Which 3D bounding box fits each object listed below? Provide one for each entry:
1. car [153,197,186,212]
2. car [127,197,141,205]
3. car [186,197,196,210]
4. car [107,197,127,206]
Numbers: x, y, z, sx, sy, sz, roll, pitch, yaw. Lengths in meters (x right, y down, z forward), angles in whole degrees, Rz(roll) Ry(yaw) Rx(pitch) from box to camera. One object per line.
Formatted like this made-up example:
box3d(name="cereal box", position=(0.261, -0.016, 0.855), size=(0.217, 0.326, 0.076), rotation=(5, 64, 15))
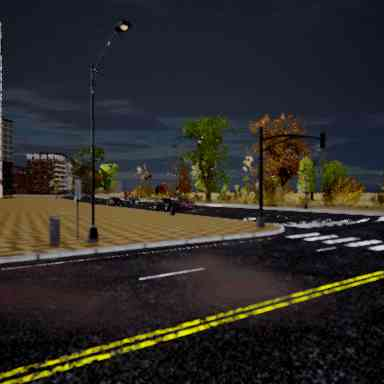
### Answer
box3d(name="car", position=(-3.112, 1.552, 40.834), size=(1.882, 1.535, 5.008), rotation=(0, 0, -31))
box3d(name="car", position=(-10.931, 1.606, 60.619), size=(2.128, 1.511, 4.902), rotation=(0, 0, -30))
box3d(name="car", position=(-1.347, 1.415, 44.194), size=(2.097, 1.767, 4.553), rotation=(0, 0, -31))
box3d(name="car", position=(-13.699, 1.636, 58.909), size=(1.837, 1.490, 4.892), rotation=(0, 0, -30))
